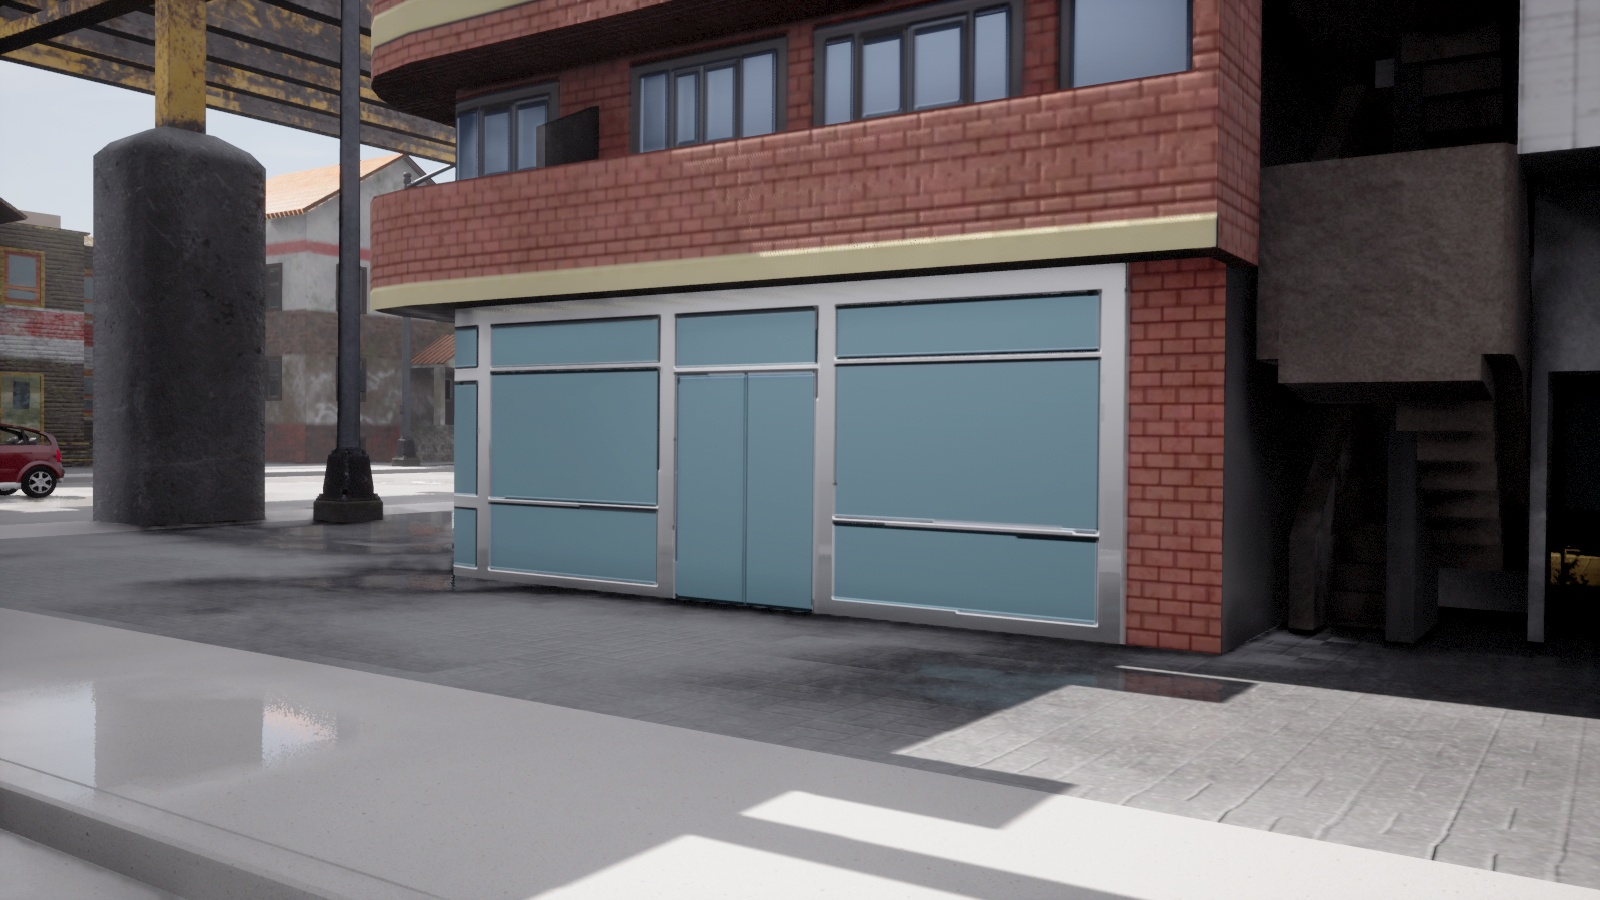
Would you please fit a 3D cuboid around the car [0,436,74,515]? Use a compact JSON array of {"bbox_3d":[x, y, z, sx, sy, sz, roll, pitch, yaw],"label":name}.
[{"bbox_3d":[-16.831,0.521,24.977,1.789,1.549,3.705,0,1,33],"label":"car"}]
